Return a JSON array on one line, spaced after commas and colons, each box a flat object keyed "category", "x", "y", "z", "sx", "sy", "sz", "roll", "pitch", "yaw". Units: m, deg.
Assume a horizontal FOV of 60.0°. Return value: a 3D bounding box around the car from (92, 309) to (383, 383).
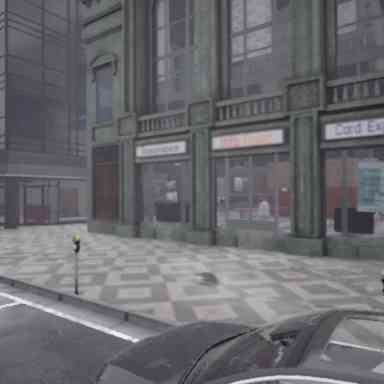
[{"category": "car", "x": 1.106, "y": 1.553, "z": 2.171, "sx": 4.403, "sy": 1.369, "sz": 2.008, "roll": -1, "pitch": 0, "yaw": 36}]
